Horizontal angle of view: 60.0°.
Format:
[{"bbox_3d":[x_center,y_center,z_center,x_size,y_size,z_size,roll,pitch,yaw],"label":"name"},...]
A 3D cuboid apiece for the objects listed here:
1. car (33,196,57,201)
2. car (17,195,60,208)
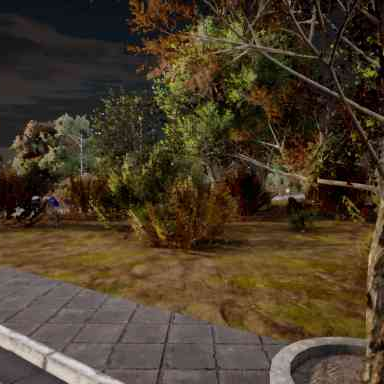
[{"bbox_3d":[-17.642,1.244,41.315,1.882,1.535,5.008,0,0,32],"label":"car"},{"bbox_3d":[-20.160,1.219,43.888,1.882,1.535,5.008,0,0,32],"label":"car"}]
